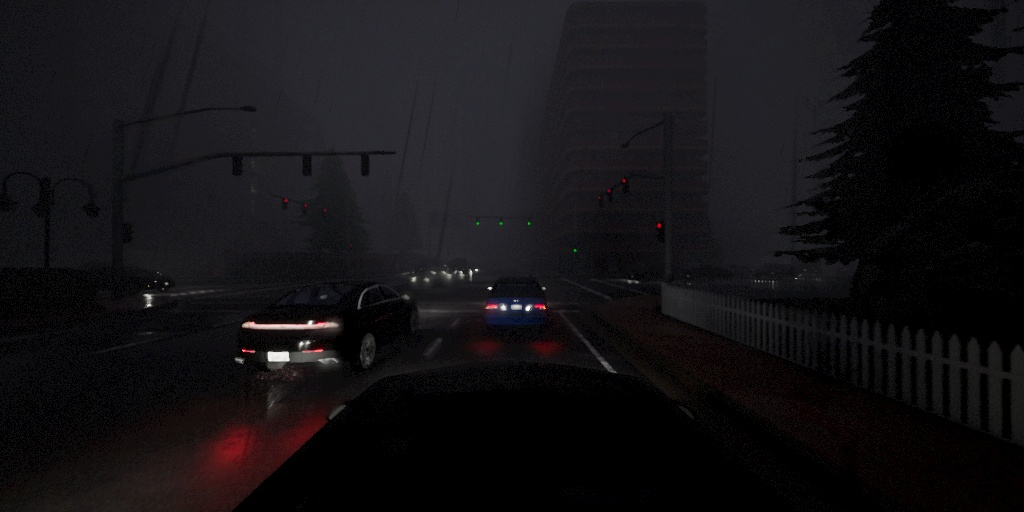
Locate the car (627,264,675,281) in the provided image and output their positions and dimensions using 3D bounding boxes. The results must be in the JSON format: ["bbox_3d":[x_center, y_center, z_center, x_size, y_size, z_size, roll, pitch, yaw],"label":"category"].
[{"bbox_3d":[13.146,1.434,32.084,5.357,1.411,2.033,0,0,-13],"label":"car"}]

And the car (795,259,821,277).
[{"bbox_3d":[32.347,1.154,39.269,2.150,2.045,5.566,0,0,43],"label":"car"}]

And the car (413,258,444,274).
[{"bbox_3d":[-10.542,1.240,44.650,2.150,2.045,5.566,0,0,2],"label":"car"}]

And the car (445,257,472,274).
[{"bbox_3d":[-7.071,1.261,47.810,2.150,2.045,5.566,0,0,0],"label":"car"}]

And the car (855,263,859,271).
[{"bbox_3d":[27.922,1.380,26.791,4.674,1.442,1.812,0,0,-30],"label":"car"}]

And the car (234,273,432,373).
[{"bbox_3d":[-3.415,1.278,7.679,2.128,1.511,4.902,0,0,0],"label":"car"}]

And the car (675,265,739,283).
[{"bbox_3d":[15.880,1.433,29.260,4.181,1.385,1.994,0,0,-20],"label":"car"}]

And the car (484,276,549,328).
[{"bbox_3d":[0.158,1.360,11.629,2.033,1.411,5.357,0,0,1],"label":"car"}]

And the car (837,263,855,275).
[{"bbox_3d":[38.934,1.493,41.196,2.033,1.411,5.357,0,0,36],"label":"car"}]

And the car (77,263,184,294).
[{"bbox_3d":[-21.720,1.313,19.999,4.892,1.490,1.837,0,0,-1],"label":"car"}]

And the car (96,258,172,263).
[{"bbox_3d":[-25.728,1.181,23.475,4.553,1.767,2.097,0,0,0],"label":"car"}]

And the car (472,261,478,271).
[{"bbox_3d":[-7.041,1.606,57.619,1.837,1.490,4.892,0,0,0],"label":"car"}]

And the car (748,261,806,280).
[{"bbox_3d":[24.359,1.440,32.938,5.357,1.411,2.033,0,0,-31],"label":"car"}]

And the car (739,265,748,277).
[{"bbox_3d":[22.046,1.510,35.650,4.718,1.301,1.895,0,0,-30],"label":"car"}]
